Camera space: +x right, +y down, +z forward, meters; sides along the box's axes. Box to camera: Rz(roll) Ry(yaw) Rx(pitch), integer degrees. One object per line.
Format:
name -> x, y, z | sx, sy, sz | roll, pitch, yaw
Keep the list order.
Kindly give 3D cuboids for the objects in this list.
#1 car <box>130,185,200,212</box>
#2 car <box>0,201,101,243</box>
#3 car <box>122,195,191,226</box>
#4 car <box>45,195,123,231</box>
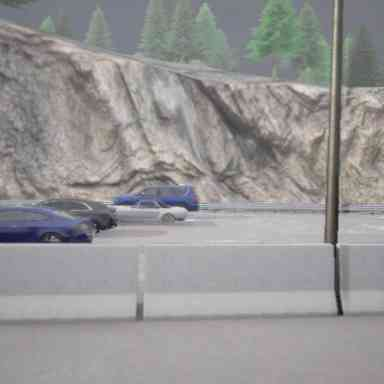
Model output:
car -> -2.264, 0.569, 21.206 | 5.566, 2.045, 2.150 | 1, 2, -6
car -> -5.411, 1.124, 10.244 | 4.674, 1.442, 1.812 | 1, 2, -8
car -> -2.621, 1.042, 17.659 | 4.718, 1.301, 1.895 | 1, 2, -6
car -> -5.514, 1.002, 13.754 | 4.892, 1.490, 1.837 | 1, 1, -8
